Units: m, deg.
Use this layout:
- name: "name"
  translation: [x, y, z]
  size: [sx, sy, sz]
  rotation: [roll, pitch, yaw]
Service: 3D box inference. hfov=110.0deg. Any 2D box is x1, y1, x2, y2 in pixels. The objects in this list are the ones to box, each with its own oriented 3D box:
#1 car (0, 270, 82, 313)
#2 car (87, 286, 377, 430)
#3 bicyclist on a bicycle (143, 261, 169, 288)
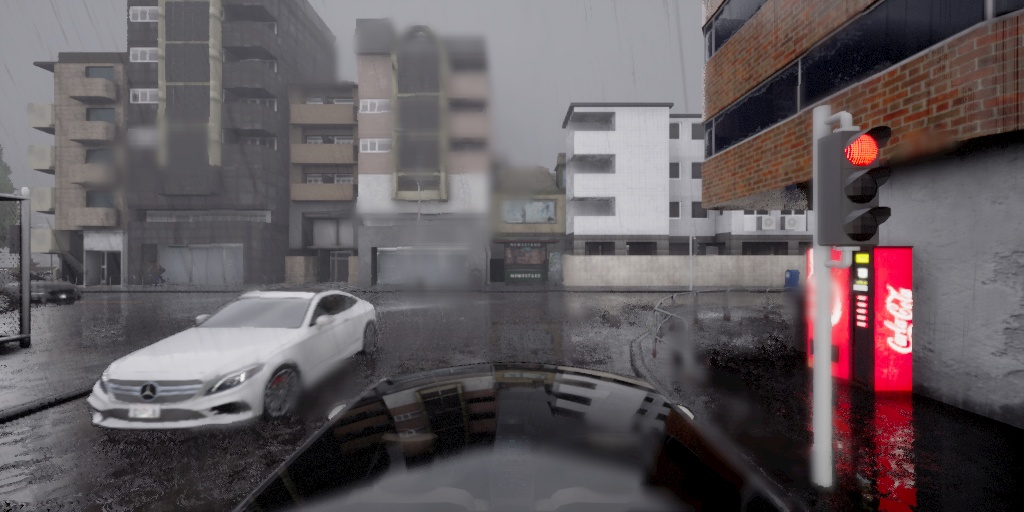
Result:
- name: "car"
  translation: [-19.154, 1.254, 13.351]
  size: [4.892, 1.490, 1.837]
  rotation: [0, 0, 0]
- name: "car"
  translation: [-3.702, 1.276, 5.882]
  size: [1.812, 1.442, 4.674]
  rotation: [1, 0, -2]
- name: "bicyclist on a bicycle"
  translation: [-21.609, 1.099, 21.745]
  size: [0.582, 1.620, 1.656]
  rotation: [0, 0, 0]
